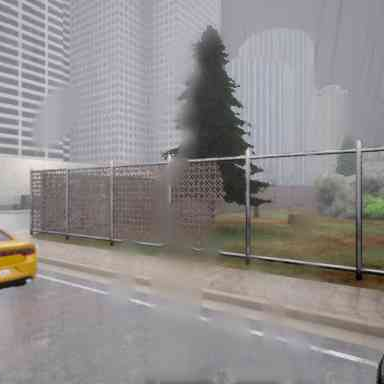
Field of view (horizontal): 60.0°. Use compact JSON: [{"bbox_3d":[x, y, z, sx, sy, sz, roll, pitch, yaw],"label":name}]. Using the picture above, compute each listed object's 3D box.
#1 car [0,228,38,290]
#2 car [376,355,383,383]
[{"bbox_3d":[-5.797,1.478,8.106,5.008,1.535,1.882,0,0,35],"label":"car"},{"bbox_3d":[3.866,1.215,1.287,5.566,2.045,2.150,-1,-1,35],"label":"car"}]
